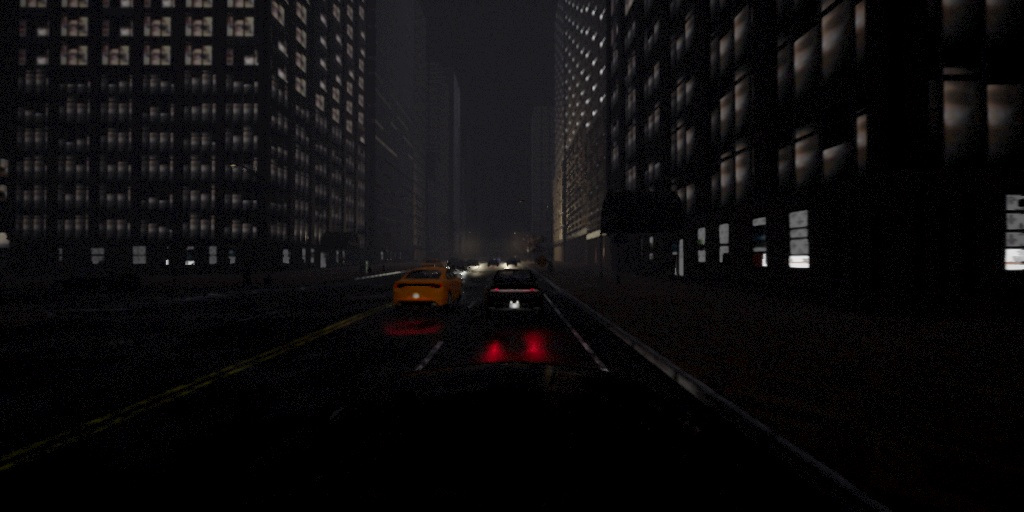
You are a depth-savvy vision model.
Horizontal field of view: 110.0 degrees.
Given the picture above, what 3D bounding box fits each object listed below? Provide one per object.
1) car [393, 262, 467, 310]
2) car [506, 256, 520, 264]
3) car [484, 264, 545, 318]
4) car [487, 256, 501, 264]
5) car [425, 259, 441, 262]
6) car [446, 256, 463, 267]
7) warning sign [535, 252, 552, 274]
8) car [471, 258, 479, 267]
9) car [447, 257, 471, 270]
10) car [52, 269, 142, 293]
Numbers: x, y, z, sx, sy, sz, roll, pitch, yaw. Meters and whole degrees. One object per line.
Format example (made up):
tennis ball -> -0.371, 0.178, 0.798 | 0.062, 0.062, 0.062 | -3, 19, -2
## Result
car -> -3.162, 1.173, 14.309 | 1.882, 1.535, 5.008 | 0, 0, 0
car -> -0.028, 1.028, 62.921 | 1.882, 1.535, 5.008 | 0, 0, 0
car -> 0.081, 1.205, 12.732 | 2.128, 1.511, 4.902 | 0, 0, 0
car -> -3.278, 1.041, 62.920 | 2.128, 1.511, 4.902 | 0, 0, 0
car -> -9.855, 1.087, 44.403 | 1.882, 1.535, 5.008 | 0, 0, 0
car -> -9.809, 0.906, 61.431 | 2.097, 1.767, 4.553 | 0, 0, 1
warning sign -> 2.835, 0.761, 33.523 | 1.300, 1.860, 1.060 | 0, 0, 0
car -> -6.562, 1.106, 60.261 | 2.033, 1.411, 5.357 | 0, 0, 1
car -> -6.607, 1.135, 44.456 | 1.812, 1.442, 4.674 | 0, 0, 0
car -> -25.674, 1.508, 22.242 | 4.403, 1.370, 2.007 | 0, 0, -1
